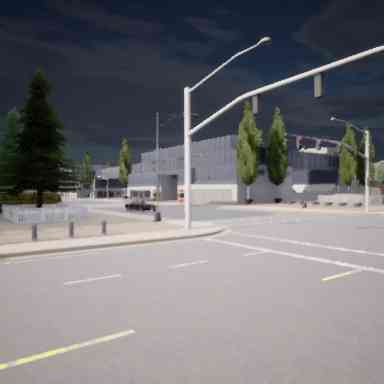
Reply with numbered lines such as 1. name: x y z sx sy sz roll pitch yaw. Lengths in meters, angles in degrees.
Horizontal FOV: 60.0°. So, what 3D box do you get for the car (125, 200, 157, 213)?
1. car: -5.455 1.545 35.908 1.895 1.301 4.718 0 0 -36
